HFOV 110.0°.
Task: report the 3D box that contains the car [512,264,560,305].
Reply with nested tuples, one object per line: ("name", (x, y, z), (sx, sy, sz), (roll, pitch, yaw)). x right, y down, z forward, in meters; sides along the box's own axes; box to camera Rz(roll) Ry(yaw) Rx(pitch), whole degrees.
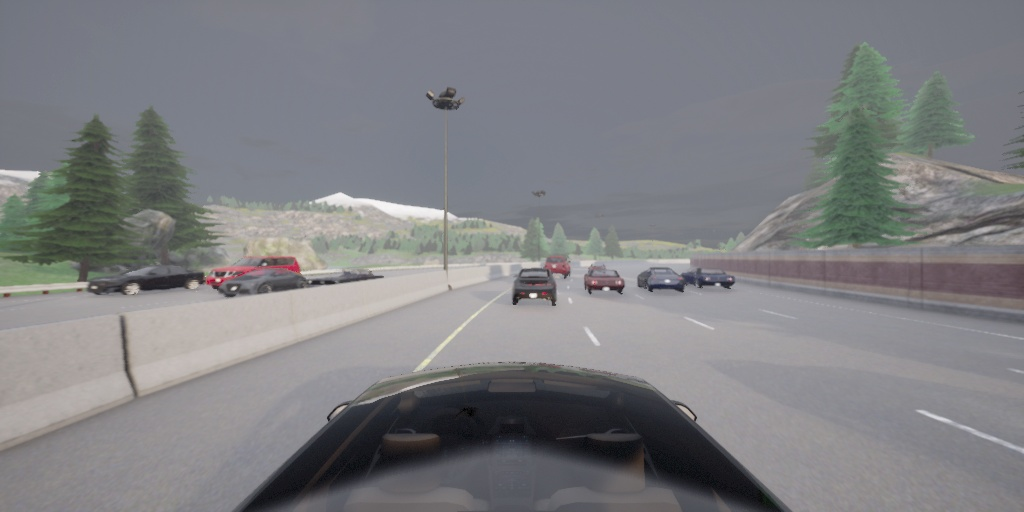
("car", (1.110, 1.294, 16.452), (1.837, 1.490, 4.892), (0, 0, 6))

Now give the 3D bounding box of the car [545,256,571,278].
("car", (4.493, 1.062, 35.032), (2.150, 2.045, 5.566), (0, 0, 14))

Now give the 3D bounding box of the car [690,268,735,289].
("car", (12.761, 1.418, 23.689), (1.895, 1.301, 4.718), (0, 0, 10))

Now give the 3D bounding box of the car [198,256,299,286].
("car", (-15.937, 1.007, 22.655), (2.150, 2.045, 5.566), (0, 0, 8))

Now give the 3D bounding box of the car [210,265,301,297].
("car", (-12.887, 1.349, 18.878), (1.994, 1.385, 4.181), (0, 0, 7))

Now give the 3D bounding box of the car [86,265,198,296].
("car", (-19.835, 1.259, 19.756), (1.882, 1.535, 5.008), (0, 0, 7))

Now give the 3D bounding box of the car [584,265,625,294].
("car", (5.191, 1.404, 20.680), (1.895, 1.301, 4.718), (0, 0, 8))

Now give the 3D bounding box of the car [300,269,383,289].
("car", (-9.214, 1.392, 20.148), (1.895, 1.301, 4.718), (0, 0, 8))

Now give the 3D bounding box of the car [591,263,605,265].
("car", (10.129, 1.464, 41.998), (1.895, 1.301, 4.718), (0, 0, 17))

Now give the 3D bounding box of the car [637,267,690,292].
("car", (8.924, 1.373, 21.804), (1.994, 1.385, 4.181), (0, 0, 9))
